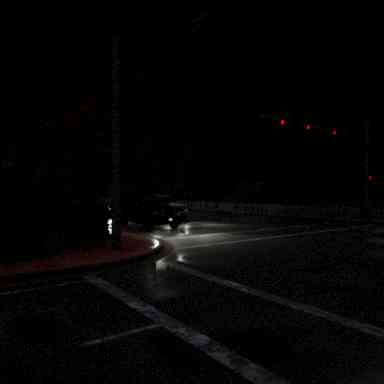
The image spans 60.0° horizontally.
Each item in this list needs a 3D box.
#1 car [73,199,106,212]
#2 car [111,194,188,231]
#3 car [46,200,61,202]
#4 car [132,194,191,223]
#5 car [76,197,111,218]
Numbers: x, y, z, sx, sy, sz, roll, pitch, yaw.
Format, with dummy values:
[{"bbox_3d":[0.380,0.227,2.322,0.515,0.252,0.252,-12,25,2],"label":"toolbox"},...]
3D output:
[{"bbox_3d":[-12.308,1.547,39.621,2.033,1.411,5.357,0,0,-37],"label":"car"},{"bbox_3d":[-2.883,1.221,21.260,2.150,2.045,5.566,0,0,-37],"label":"car"},{"bbox_3d":[-16.192,1.601,38.971,1.895,1.301,4.718,0,0,-37],"label":"car"},{"bbox_3d":[-2.578,1.221,26.676,2.150,2.045,5.566,0,0,-37],"label":"car"},{"bbox_3d":[-8.702,1.352,28.999,2.097,1.767,4.553,0,0,-37],"label":"car"}]
